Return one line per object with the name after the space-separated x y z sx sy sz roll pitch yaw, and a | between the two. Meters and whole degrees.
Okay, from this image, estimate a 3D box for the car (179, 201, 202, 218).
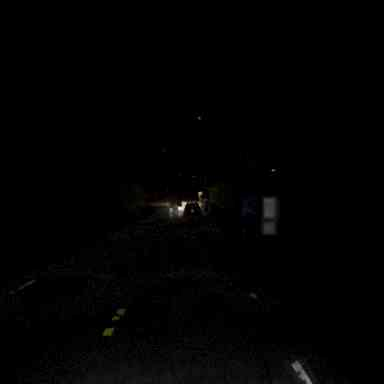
0.055 1.822 33.341 2.033 1.411 5.357 0 0 0 | car

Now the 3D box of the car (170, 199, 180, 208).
-2.794 1.985 57.951 1.812 1.442 4.674 0 0 1 | car

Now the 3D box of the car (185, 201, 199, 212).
0.019 1.974 46.423 1.895 1.301 4.718 0 0 0 | car

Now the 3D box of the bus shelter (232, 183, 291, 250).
3.145 1.014 15.836 1.920 2.740 3.880 1 0 0 | bus shelter
